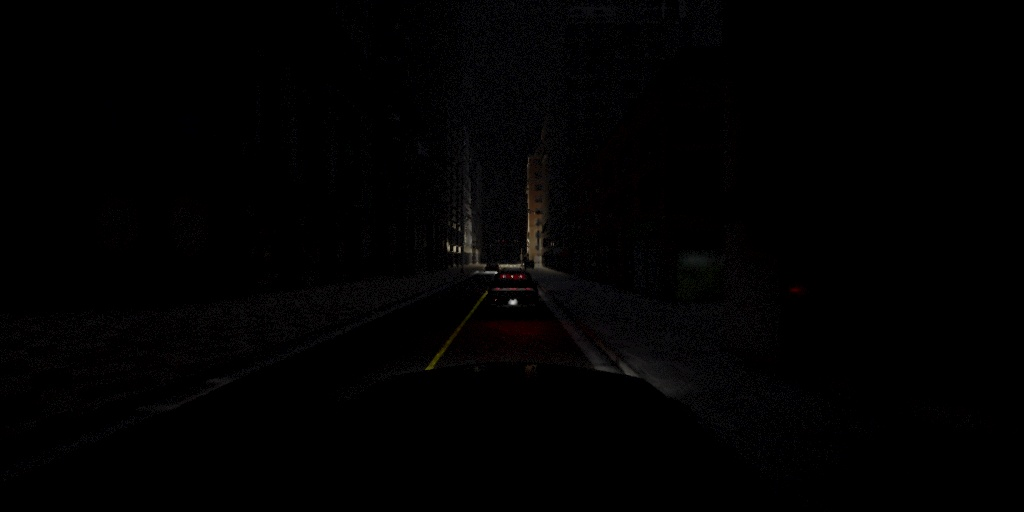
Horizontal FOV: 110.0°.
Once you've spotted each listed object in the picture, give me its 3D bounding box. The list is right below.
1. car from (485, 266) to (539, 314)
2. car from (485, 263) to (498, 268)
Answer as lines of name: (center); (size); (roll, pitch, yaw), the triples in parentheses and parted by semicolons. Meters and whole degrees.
car: (0.046, 1.342, 14.277); (2.128, 1.511, 4.902); (0, 0, 0)
car: (-3.075, 1.724, 56.218); (1.994, 1.385, 4.181); (0, 0, 0)
